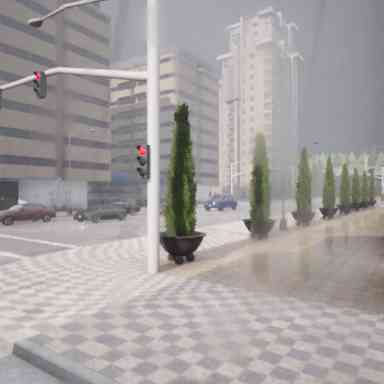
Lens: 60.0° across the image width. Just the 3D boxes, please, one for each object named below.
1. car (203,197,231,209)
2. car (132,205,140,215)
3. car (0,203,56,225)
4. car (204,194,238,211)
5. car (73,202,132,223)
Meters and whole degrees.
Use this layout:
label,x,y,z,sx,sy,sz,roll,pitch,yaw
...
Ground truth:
label,x,y,z,sx,sy,sz,roll,pitch,yaw
car,3.625,1.557,47.820,1.837,1.490,4.892,0,0,35
car,-7.248,1.653,32.089,1.895,1.301,4.718,0,0,35
car,-12.391,1.577,24.582,1.812,1.442,4.674,0,0,34
car,3.716,1.274,41.812,2.150,2.045,5.566,0,0,35
car,-7.122,1.616,26.100,1.994,1.385,4.181,0,0,35
